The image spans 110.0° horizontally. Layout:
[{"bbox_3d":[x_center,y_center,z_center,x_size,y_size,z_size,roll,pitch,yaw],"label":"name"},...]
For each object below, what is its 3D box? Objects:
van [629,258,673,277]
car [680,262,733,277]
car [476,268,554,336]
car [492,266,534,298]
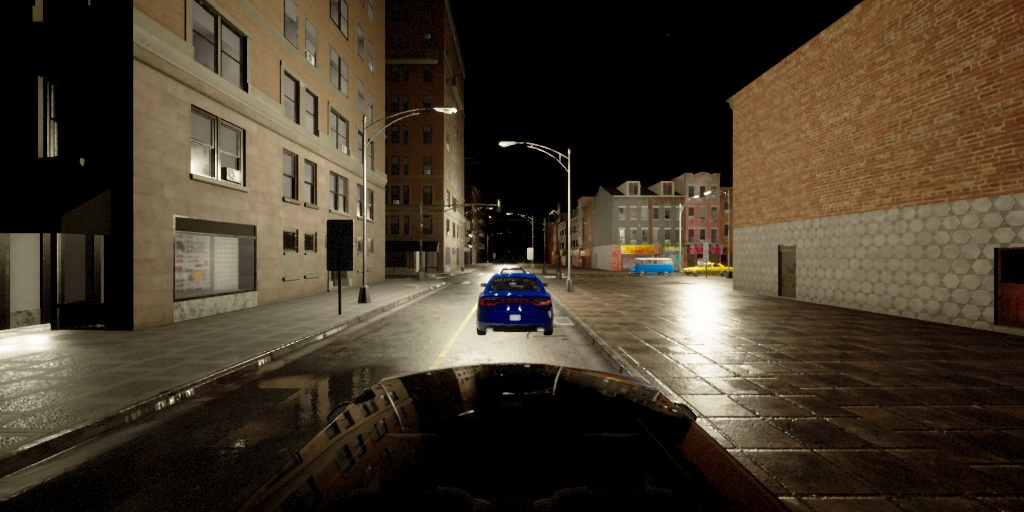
[{"bbox_3d":[13.618,1.087,35.044,3.998,1.789,1.690,0,0,0],"label":"van"},{"bbox_3d":[19.060,1.267,35.056,4.829,1.417,1.751,0,0,0],"label":"car"},{"bbox_3d":[0.069,1.227,10.488,1.882,1.535,5.008,0,0,0],"label":"car"},{"bbox_3d":[0.037,1.313,19.257,1.994,1.385,4.181,0,0,0],"label":"car"}]
